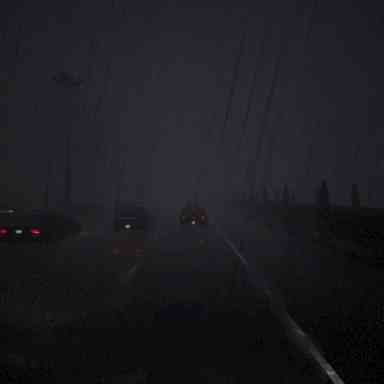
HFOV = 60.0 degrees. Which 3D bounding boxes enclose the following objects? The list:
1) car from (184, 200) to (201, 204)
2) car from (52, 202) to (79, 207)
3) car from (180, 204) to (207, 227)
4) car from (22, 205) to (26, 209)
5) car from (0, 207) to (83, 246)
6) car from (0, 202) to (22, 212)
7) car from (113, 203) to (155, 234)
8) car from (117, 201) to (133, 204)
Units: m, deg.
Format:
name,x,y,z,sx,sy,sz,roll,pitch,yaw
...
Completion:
name,x,y,z,sx,sy,sz,roll,pitch,yaw
car,0.096,1.784,41.693,1.837,1.490,4.892,0,0,0
car,-14.078,1.795,36.882,2.033,1.411,5.357,0,0,0
car,0.097,1.765,24.377,1.895,1.301,4.718,0,0,0
car,-21.070,1.822,38.472,1.994,1.385,4.181,0,0,0
car,-6.902,1.654,15.790,2.033,1.411,5.357,0,0,0
car,-17.596,1.705,29.779,1.837,1.490,4.892,0,0,0
car,-3.402,1.626,20.060,2.128,1.511,4.902,0,0,0
car,-6.904,1.713,35.071,1.882,1.535,5.008,0,0,0
